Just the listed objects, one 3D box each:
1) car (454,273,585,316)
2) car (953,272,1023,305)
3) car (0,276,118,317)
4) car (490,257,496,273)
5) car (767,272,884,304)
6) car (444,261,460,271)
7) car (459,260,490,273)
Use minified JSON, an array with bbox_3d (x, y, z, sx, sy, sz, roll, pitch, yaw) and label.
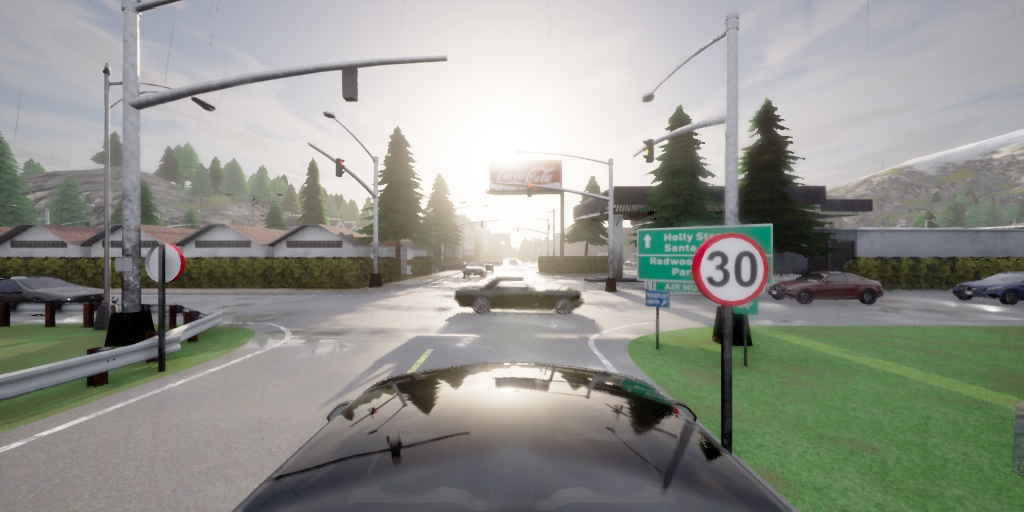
[{"bbox_3d":[0.303,1.452,13.515,4.718,1.301,1.895,1,0,1],"label":"car"},{"bbox_3d":[23.935,1.467,16.928,4.674,1.442,1.812,0,0,1],"label":"car"},{"bbox_3d":[-18.596,1.488,13.734,5.357,1.411,2.033,0,0,1],"label":"car"},{"bbox_3d":[-3.184,1.269,44.097,1.882,1.535,5.008,0,-1,-3],"label":"car"},{"bbox_3d":[14.802,1.467,17.022,4.674,1.442,1.812,0,0,0],"label":"car"},{"bbox_3d":[-7.516,1.452,50.936,5.357,1.411,2.033,-1,1,0],"label":"car"},{"bbox_3d":[-3.459,1.291,33.806,1.812,1.442,4.674,1,-1,1],"label":"car"}]
